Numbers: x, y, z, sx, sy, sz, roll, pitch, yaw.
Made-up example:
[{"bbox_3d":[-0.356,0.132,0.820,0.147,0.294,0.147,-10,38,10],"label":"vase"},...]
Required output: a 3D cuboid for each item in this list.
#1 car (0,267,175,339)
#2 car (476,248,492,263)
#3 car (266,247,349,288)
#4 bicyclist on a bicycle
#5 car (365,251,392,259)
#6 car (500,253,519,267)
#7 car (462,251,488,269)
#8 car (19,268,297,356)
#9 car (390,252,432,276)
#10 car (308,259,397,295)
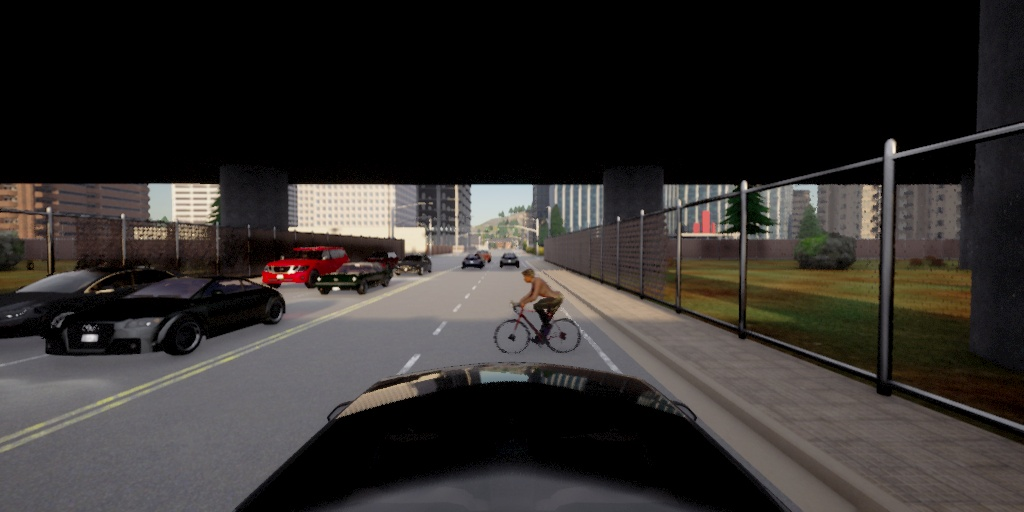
[{"bbox_3d":[-10.659,1.068,9.287,1.837,1.490,4.892,0,1,-1],"label":"car"},{"bbox_3d":[-3.870,-0.038,48.190,2.097,1.767,4.553,0,2,0],"label":"car"},{"bbox_3d":[-10.754,0.537,19.328,2.150,2.045,5.566,0,1,-1],"label":"car"},{"bbox_3d":[0.482,1.066,6.784,1.656,1.620,0.582,-1,1,-1],"label":"bicyclist on a bicycle"},{"bbox_3d":[-10.810,0.417,29.576,2.097,1.767,4.553,0,1,0],"label":"car"},{"bbox_3d":[-0.250,0.439,37.369,1.994,1.385,4.181,0,1,0],"label":"car"},{"bbox_3d":[-3.739,0.490,35.320,1.994,1.385,4.181,0,2,0],"label":"car"},{"bbox_3d":[-7.145,1.157,8.052,1.994,1.385,4.181,0,1,0],"label":"car"},{"bbox_3d":[-7.301,0.633,27.030,1.837,1.490,4.892,0,1,0],"label":"car"},{"bbox_3d":[-7.230,0.977,16.892,1.895,1.301,4.718,0,1,-1],"label":"car"}]
